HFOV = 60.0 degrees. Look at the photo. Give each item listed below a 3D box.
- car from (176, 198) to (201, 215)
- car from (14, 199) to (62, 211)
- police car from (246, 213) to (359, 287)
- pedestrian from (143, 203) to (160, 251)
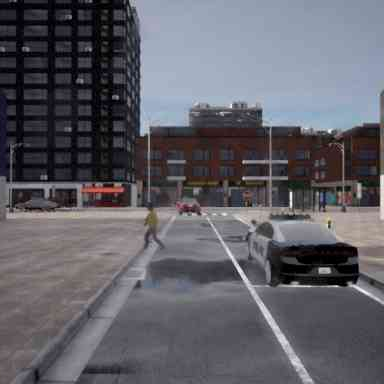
[{"bbox_3d":[-0.454,1.362,34.073,2.097,1.767,4.553,0,0,-8],"label":"car"},{"bbox_3d":[-18.793,1.610,40.692,5.357,1.411,2.033,0,0,0],"label":"car"},{"bbox_3d":[2.750,1.428,9.482,1.930,1.638,5.238,0,0,0],"label":"police car"},{"bbox_3d":[-1.521,1.298,12.495,0.375,1.860,0.375,0,0,0],"label":"pedestrian"}]
